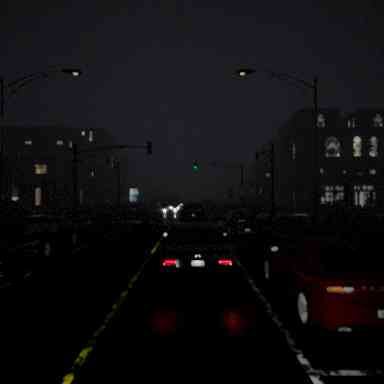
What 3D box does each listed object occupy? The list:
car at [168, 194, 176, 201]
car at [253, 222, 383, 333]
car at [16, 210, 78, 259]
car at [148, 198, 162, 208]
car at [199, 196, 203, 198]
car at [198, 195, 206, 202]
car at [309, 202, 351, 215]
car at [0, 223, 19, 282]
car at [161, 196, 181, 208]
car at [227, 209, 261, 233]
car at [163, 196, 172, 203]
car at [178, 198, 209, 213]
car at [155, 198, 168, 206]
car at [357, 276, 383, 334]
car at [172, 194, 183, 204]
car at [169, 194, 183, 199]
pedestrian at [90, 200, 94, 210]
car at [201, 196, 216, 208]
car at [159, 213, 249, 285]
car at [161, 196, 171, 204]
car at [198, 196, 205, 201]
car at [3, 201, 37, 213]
[{"bbox_3d":[-5.693,1.613,94.816,2.192,1.841,5.009,0,0,0],"label":"car"},{"bbox_3d":[2.693,1.566,6.853,1.887,1.381,4.507,0,0,0],"label":"car"},{"bbox_3d":[-5.688,1.589,12.561,2.008,1.369,4.403,0,0,0],"label":"car"},{"bbox_3d":[-5.691,1.736,50.639,1.802,1.307,4.206,0,0,0],"label":"car"},{"bbox_3d":[2.689,1.771,61.669,1.802,1.307,4.206,0,0,0],"label":"car"},{"bbox_3d":[2.688,1.719,89.280,1.967,1.590,4.097,0,0,0],"label":"car"},{"bbox_3d":[14.808,1.758,35.814,4.181,1.385,1.994,0,0,1],"label":"car"},{"bbox_3d":[-5.686,1.461,6.870,1.967,1.590,4.097,0,0,0],"label":"car"},{"bbox_3d":[-3.113,1.677,49.677,1.812,1.442,4.674,0,0,1],"label":"car"},{"bbox_3d":[2.693,1.606,18.237,2.008,1.369,4.403,0,0,0],"label":"car"},{"bbox_3d":[-5.693,1.767,78.079,1.752,1.417,4.829,0,0,0],"label":"car"},{"bbox_3d":[0.099,1.560,26.936,1.882,1.535,5.008,0,0,0],"label":"car"},{"bbox_3d":[-5.692,1.740,61.683,2.008,1.369,4.403,0,0,0],"label":"car"},{"bbox_3d":[2.694,1.555,1.161,2.008,1.369,4.403,0,0,0],"label":"car"},{"bbox_3d":[-3.006,1.443,70.685,2.150,2.045,5.566,0,0,0],"label":"car"},{"bbox_3d":[-3.071,1.675,60.029,2.128,1.511,4.902,0,0,0],"label":"car"},{"bbox_3d":[-12.555,1.537,41.771,0.375,1.300,0.375,0,-1,1],"label":"pedestrian"},{"bbox_3d":[2.690,1.721,50.627,1.947,1.339,4.313,0,0,0],"label":"car"},{"bbox_3d":[0.103,1.577,9.620,2.033,1.411,5.357,0,0,0],"label":"car"},{"bbox_3d":[-5.692,1.664,72.727,1.967,1.590,4.097,0,0,0],"label":"car"},{"bbox_3d":[2.686,1.849,94.802,2.008,1.369,4.403,0,0,0],"label":"car"},{"bbox_3d":[-18.373,1.565,33.124,5.357,1.411,2.033,0,0,1],"label":"car"}]
